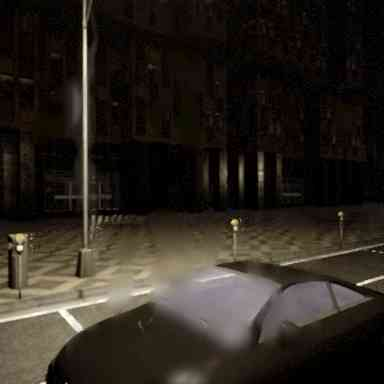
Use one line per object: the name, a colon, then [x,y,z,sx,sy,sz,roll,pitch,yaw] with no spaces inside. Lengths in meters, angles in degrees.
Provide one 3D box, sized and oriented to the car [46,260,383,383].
car: [0.642,1.558,3.733,4.181,1.385,1.994,0,0,-36]
